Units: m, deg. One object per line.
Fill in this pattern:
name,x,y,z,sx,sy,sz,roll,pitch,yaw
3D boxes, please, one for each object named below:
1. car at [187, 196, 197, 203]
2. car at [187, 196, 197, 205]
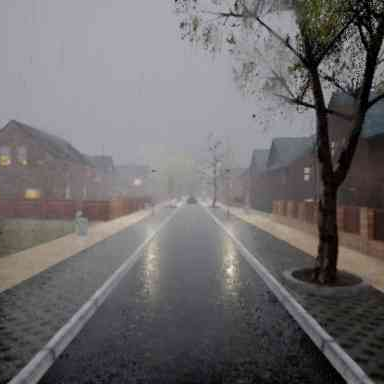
car,-0.012,1.623,72.202,2.033,1.411,5.357,0,0,0
car,-0.010,1.634,61.889,1.882,1.535,5.008,0,0,0
